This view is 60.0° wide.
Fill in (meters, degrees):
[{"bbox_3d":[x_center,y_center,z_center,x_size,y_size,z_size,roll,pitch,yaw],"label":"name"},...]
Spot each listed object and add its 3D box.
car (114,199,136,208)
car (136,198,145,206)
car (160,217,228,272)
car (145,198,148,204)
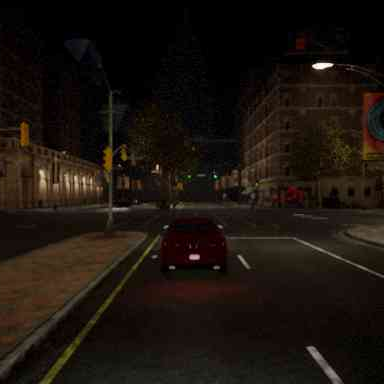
[{"bbox_3d":[-11.669,2.039,58.058,1.895,1.301,4.718,0,0,0],"label":"car"},{"bbox_3d":[-11.632,2.061,68.131,2.033,1.411,5.357,0,0,0],"label":"car"},{"bbox_3d":[0.050,1.562,11.088,1.882,1.535,5.008,0,-1,0],"label":"car"},{"bbox_3d":[-11.652,2.070,78.611,1.882,1.535,5.008,0,0,0],"label":"car"}]
